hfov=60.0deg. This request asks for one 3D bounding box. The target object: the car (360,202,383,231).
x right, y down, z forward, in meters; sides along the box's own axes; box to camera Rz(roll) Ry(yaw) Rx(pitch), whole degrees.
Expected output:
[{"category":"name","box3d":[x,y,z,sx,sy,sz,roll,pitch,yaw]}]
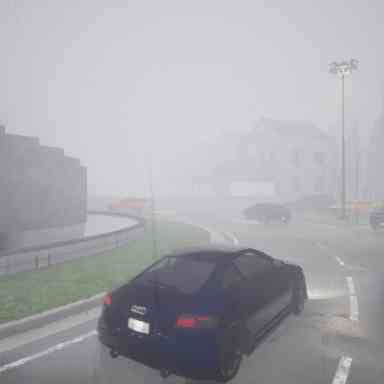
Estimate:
[{"category":"car","box3d":[12.187,1.496,19.113,4.902,1.511,2.128,0,0,-34]}]

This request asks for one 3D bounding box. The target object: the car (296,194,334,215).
[{"category":"car","box3d":[12.279,1.228,34.633,5.566,2.045,2.150,0,0,-11]}]

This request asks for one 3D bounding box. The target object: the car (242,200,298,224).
[{"category":"car","box3d":[5.424,1.510,24.770,1.837,1.490,4.892,0,0,-18]}]

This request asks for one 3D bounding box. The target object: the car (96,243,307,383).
[{"category":"car","box3d":[0.489,1.566,5.632,1.994,1.385,4.181,0,0,34]}]

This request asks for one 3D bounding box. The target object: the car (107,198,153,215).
[{"category":"car","box3d":[-6.253,1.357,33.332,4.553,1.767,2.097,0,0,22]}]

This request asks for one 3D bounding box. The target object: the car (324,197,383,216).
[{"category":"car","box3d":[15.606,1.485,31.785,5.008,1.535,1.882,-1,0,-14]}]
